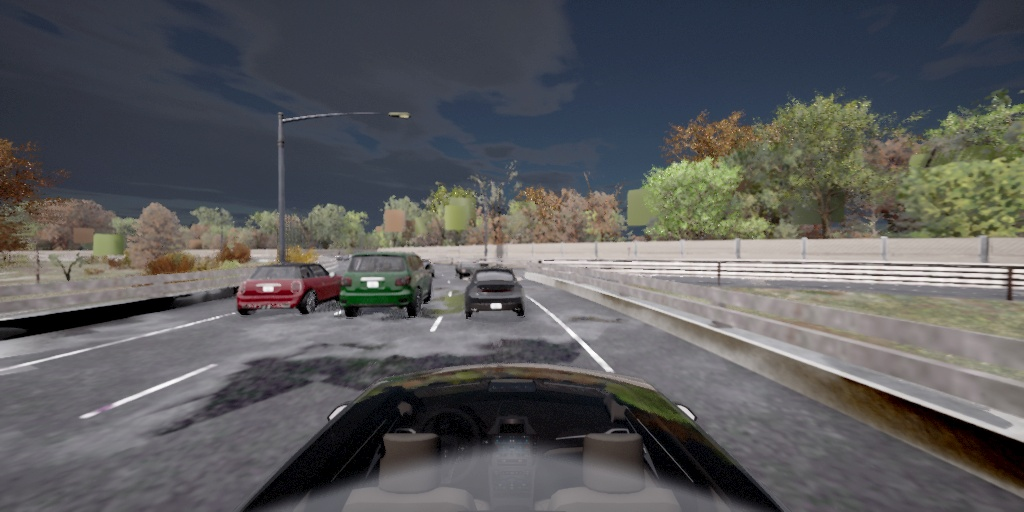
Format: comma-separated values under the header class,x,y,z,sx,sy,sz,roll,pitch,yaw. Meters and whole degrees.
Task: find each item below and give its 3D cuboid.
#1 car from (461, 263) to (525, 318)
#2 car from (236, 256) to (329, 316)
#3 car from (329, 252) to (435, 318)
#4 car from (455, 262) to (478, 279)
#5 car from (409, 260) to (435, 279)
class,x,y,z,sx,sy,sz,roll,pitch,yaw
car,-0.668,1.144,12.496,1.837,1.490,4.892,0,0,-5
car,-7.800,1.013,13.237,2.097,1.767,4.553,0,1,-7
car,-4.171,0.871,12.709,2.150,2.045,5.566,0,0,-6
car,-3.433,1.086,28.192,1.895,1.301,4.718,0,1,-14
car,-7.504,1.045,29.842,1.994,1.385,4.181,0,1,-15
